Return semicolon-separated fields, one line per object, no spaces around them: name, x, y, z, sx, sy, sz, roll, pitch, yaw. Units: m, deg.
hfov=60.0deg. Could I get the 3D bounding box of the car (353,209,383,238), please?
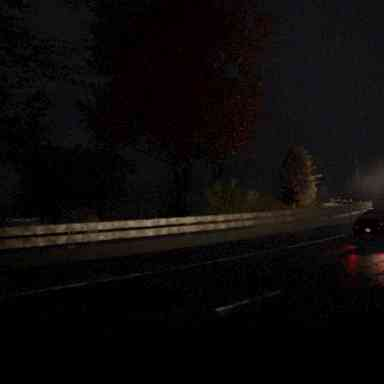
car;9.913;1.604;17.297;1.812;1.442;4.674;0;0;45
